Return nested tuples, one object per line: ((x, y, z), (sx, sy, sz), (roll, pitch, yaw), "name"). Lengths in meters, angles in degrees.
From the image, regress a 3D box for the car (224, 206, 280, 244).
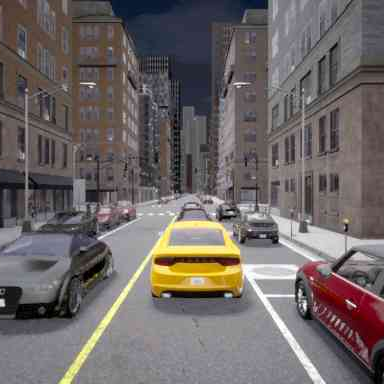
((2.867, 1.552, 15.624), (2.008, 1.369, 4.403), (0, 0, 0), "car")

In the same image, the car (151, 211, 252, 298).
((0.100, 1.478, 8.552), (1.882, 1.535, 5.008), (0, 0, 0), "car")

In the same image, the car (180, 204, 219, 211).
((0.119, 1.565, 17.545), (1.994, 1.385, 4.181), (0, 0, 0), "car")

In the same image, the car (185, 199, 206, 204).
((0.019, 1.529, 26.356), (1.812, 1.442, 4.674), (0, 0, 2), "car")

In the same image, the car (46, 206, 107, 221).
((-5.658, 1.567, 15.630), (1.947, 1.339, 4.313), (0, 0, 0), "car")

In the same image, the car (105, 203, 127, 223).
((-5.655, 1.584, 21.132), (1.802, 1.307, 4.206), (0, 0, 0), "car")

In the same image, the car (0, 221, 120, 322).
((-3.092, 1.564, 7.249), (1.994, 1.385, 4.181), (0, 0, 0), "car")

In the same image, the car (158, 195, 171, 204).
((-5.590, 1.626, 63.736), (1.802, 1.307, 4.206), (0, 0, 0), "car")

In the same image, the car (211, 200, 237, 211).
((2.875, 1.569, 26.627), (1.947, 1.339, 4.313), (0, 0, 0), "car")

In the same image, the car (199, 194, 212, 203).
((2.934, 1.484, 63.717), (1.967, 1.590, 4.097), (0, 0, 0), "car")

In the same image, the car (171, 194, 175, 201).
((-5.562, 1.616, 74.553), (2.008, 1.369, 4.403), (0, 0, 0), "car")

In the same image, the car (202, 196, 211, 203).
((2.949, 1.580, 69.296), (1.752, 1.417, 4.829), (0, 0, 0), "car")

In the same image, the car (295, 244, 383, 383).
((2.859, 1.440, 4.621), (1.967, 1.590, 4.097), (0, 0, 0), "car")

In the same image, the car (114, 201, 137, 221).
((-5.651, 1.444, 26.633), (1.967, 1.590, 4.097), (0, 0, 0), "car")

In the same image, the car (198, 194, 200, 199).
((2.962, 1.616, 74.535), (2.008, 1.369, 4.403), (0, 0, 0), "car")

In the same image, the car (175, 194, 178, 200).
((-5.523, 1.638, 90.608), (1.752, 1.417, 4.829), (0, 0, 0), "car")
